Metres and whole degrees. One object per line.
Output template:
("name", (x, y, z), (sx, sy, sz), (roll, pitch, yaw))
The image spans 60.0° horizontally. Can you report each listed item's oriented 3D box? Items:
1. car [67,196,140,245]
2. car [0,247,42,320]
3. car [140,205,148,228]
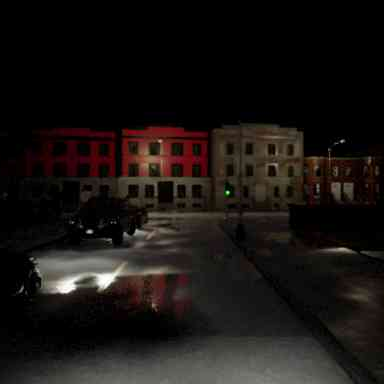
("car", (-4.155, 1.254, 16.218), (2.150, 2.045, 5.566), (0, 0, 0))
("car", (-4.119, 1.578, 5.269), (1.994, 1.385, 4.181), (0, 0, 0))
("car", (-4.122, 1.593, 22.763), (2.033, 1.411, 5.357), (0, 0, 0))
